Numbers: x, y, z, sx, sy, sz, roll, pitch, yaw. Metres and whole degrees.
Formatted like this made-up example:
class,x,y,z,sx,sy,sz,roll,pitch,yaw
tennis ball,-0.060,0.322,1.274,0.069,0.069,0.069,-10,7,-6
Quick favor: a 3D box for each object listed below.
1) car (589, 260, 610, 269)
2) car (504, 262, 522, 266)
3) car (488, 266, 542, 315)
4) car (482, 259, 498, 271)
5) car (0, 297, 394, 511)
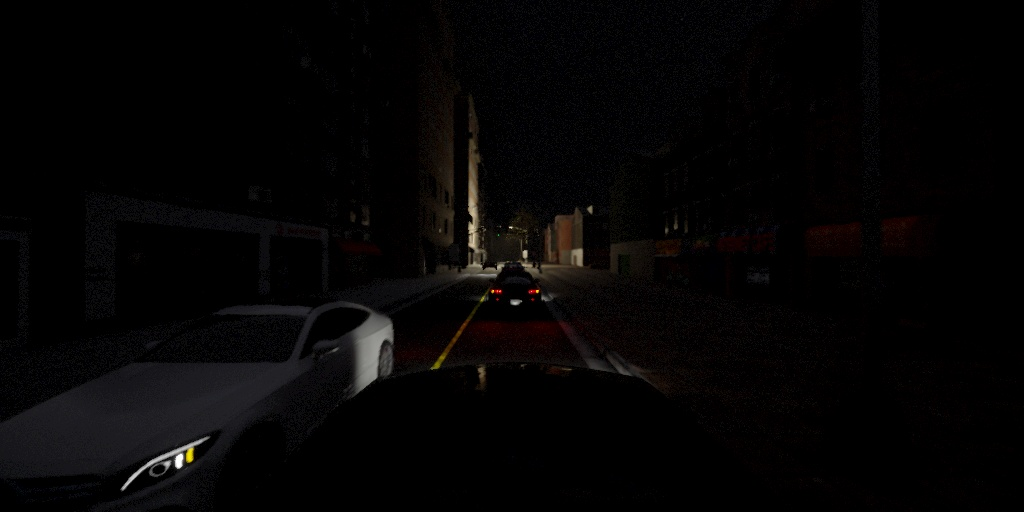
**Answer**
class,x,y,z,sx,sy,sz,roll,pitch,yaw
car,13.885,1.353,53.364,4.829,1.417,1.751,0,0,0
car,0.087,1.247,29.378,1.882,1.535,5.008,0,0,0
car,0.099,1.288,13.536,1.812,1.442,4.674,0,0,0
car,-2.750,1.077,45.588,1.895,1.301,4.718,0,0,0
car,-2.851,1.279,4.299,1.812,1.442,4.674,0,0,0
